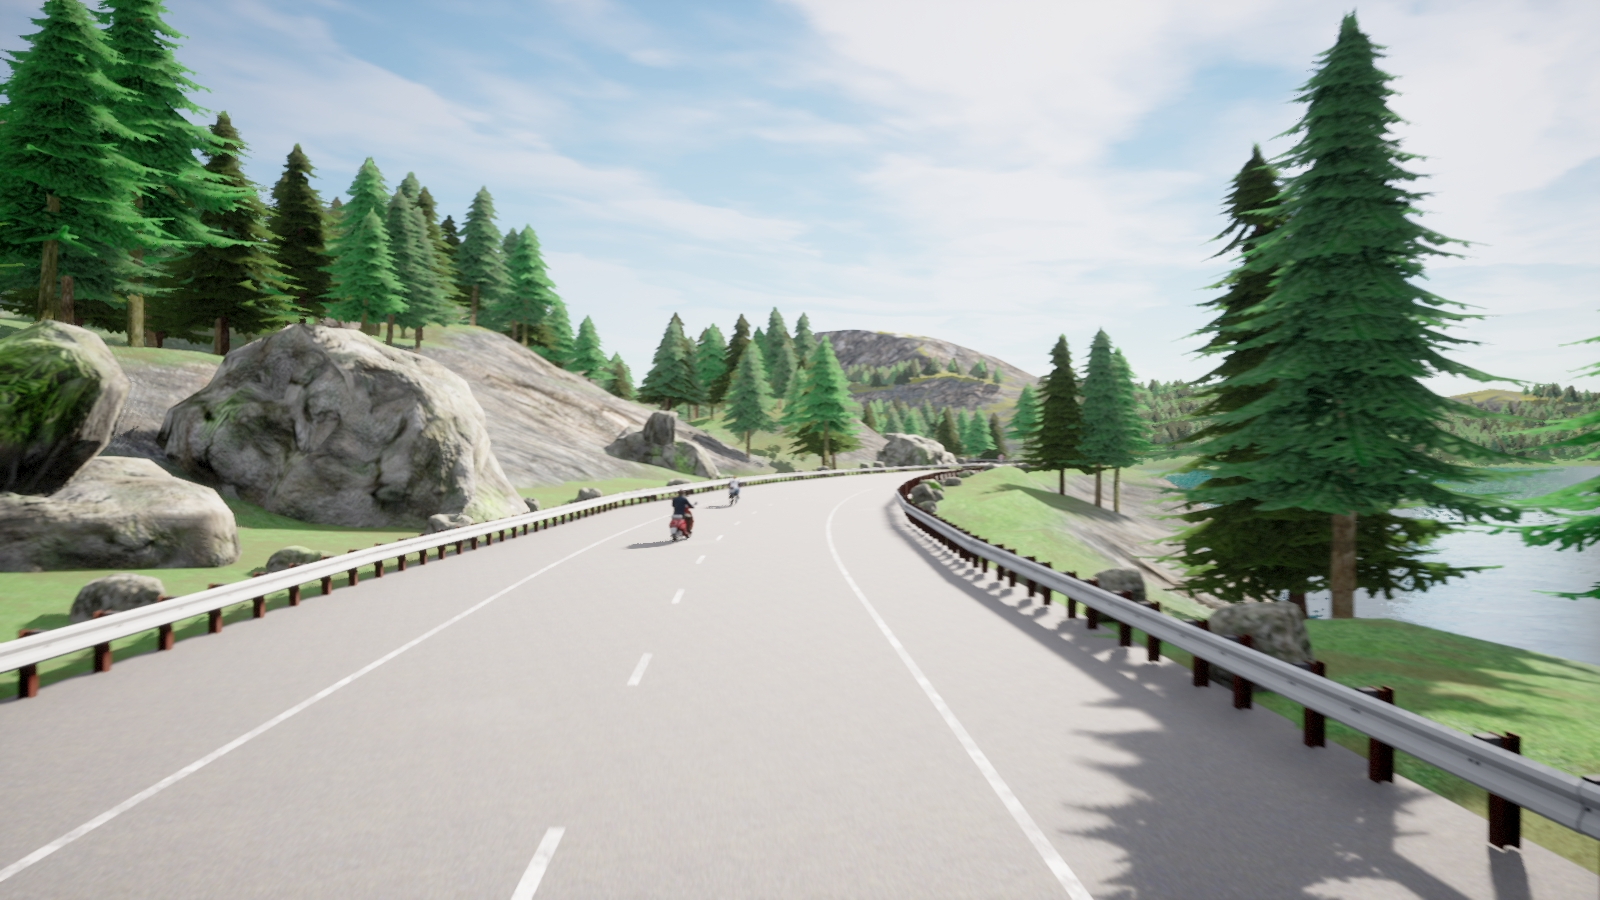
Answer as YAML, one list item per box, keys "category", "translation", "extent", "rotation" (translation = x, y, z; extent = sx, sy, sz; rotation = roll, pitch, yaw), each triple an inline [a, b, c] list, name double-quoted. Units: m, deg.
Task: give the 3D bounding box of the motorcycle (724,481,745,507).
- category: "motorcycle"
  translation: [-3.275, 2.180, 57.383]
  extent: [0.803, 1.217, 2.033]
  rotation: [0, 0, 5]

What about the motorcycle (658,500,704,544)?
- category: "motorcycle"
  translation: [-3.632, 2.185, 35.082]
  extent: [0.856, 1.236, 1.805]
  rotation: [1, 0, 13]
